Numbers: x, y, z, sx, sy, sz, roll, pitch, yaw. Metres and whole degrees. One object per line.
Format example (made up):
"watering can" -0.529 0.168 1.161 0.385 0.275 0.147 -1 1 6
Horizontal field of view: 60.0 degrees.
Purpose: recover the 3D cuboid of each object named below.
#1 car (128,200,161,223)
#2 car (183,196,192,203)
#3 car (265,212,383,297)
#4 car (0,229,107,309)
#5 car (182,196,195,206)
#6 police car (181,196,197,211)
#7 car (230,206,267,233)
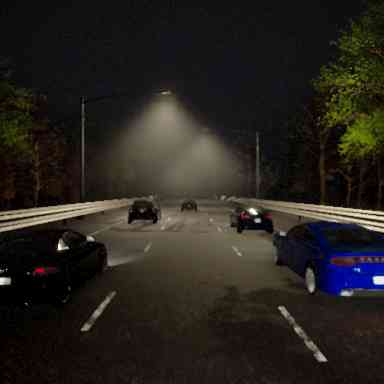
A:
"car" -3.546 1.375 25.686 2.097 1.767 4.553 0 0 -1
"car" -1.078 1.603 73.574 1.994 1.385 4.181 0 0 -2
"car" 3.482 1.486 8.650 1.882 1.535 5.008 0 0 0
"car" -3.422 1.572 7.978 1.994 1.385 4.181 0 0 0
"car" -0.561 1.534 57.011 2.128 1.511 4.902 0 0 -1
"police car" -0.369 1.459 41.431 1.930 1.638 5.238 0 0 -1
"car" 3.417 1.522 19.718 2.163 1.488 4.792 0 0 0
